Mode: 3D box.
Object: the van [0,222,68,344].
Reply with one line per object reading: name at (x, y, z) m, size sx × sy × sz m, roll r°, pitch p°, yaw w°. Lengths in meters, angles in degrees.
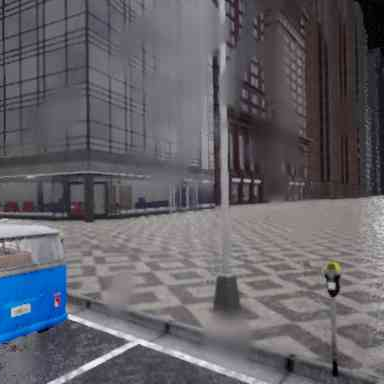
van at (-3.824, 1.379, 5.585) m, size 3.998 × 1.788 × 1.690 m, roll 0°, pitch -1°, yaw 35°
